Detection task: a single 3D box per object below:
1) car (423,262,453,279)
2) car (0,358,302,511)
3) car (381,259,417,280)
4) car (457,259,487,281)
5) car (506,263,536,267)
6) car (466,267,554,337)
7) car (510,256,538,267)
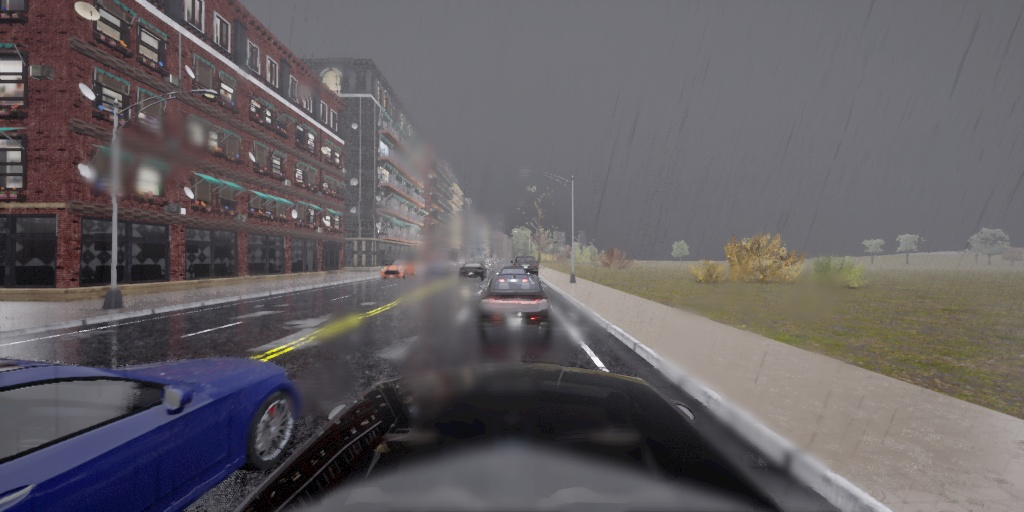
[{"bbox_3d":[-6.667,1.301,32.979,2.033,1.411,5.357,0,0,0],"label":"car"},{"bbox_3d":[-3.150,1.276,1.875,1.812,1.442,4.674,0,0,0],"label":"car"},{"bbox_3d":[-9.914,1.105,31.744,2.097,1.767,4.553,0,0,0],"label":"car"},{"bbox_3d":[-3.210,1.231,30.576,1.882,1.535,5.008,0,0,0],"label":"car"},{"bbox_3d":[0.065,1.300,20.785,2.033,1.411,5.357,0,0,0],"label":"car"},{"bbox_3d":[0.083,1.243,10.345,2.128,1.511,4.902,0,0,0],"label":"car"},{"bbox_3d":[1.076,0.978,30.997,2.150,2.045,5.566,0,0,0],"label":"car"}]
